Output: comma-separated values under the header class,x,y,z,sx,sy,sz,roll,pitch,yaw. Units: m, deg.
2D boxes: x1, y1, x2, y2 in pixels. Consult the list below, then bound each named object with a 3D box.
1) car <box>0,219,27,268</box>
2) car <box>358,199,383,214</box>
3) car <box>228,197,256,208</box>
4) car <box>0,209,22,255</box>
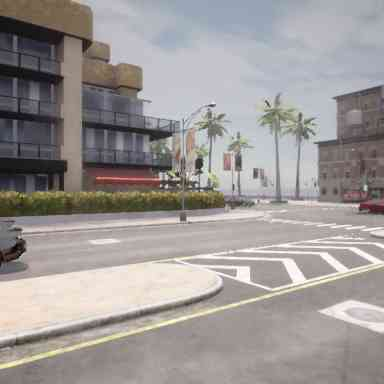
class,x,y,z,sx,sy,sz,roll,pitch,yaw
car,-7.086,1.492,8.770,4.902,1.511,2.128,0,0,-36
car,19.007,1.477,32.643,1.882,1.535,5.008,0,0,-35
car,7.328,1.503,49.359,1.837,1.490,4.892,0,0,-35
car,-8.898,1.492,11.773,4.902,1.511,2.128,0,0,-35
